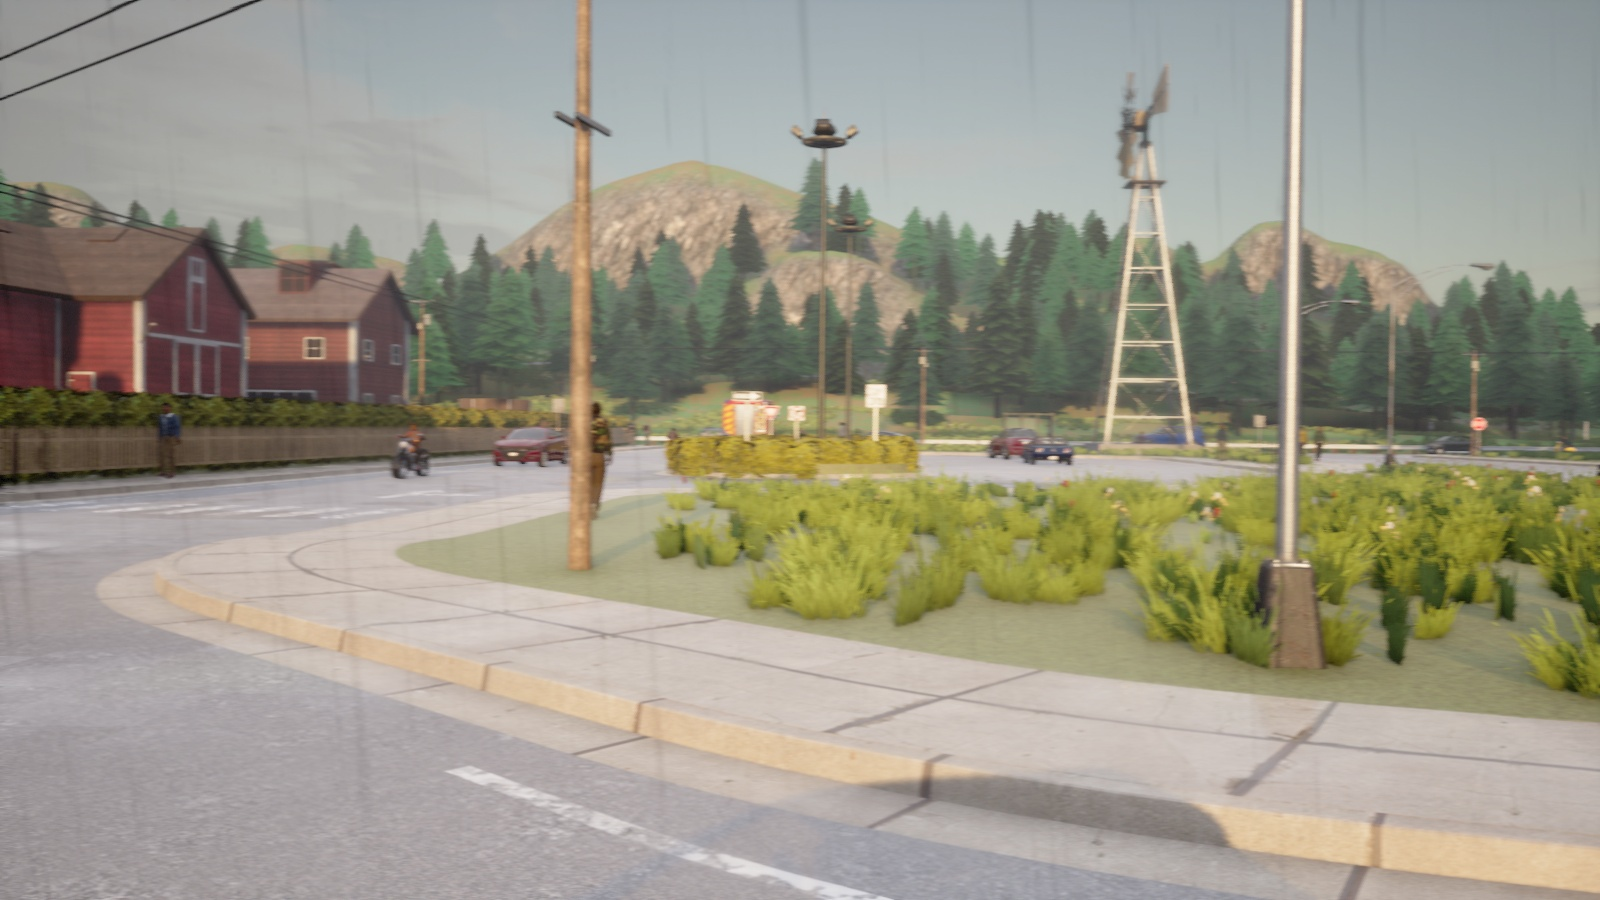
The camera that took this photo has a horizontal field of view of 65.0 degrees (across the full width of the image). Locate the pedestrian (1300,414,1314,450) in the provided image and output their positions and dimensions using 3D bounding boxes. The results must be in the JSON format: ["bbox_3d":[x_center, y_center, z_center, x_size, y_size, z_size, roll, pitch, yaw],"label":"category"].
[{"bbox_3d":[25.660,-0.919,63.608,0.431,1.840,0.709,-1,1,3],"label":"pedestrian"}]

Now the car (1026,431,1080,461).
[{"bbox_3d":[11.598,-0.222,57.828,1.895,1.301,4.718,-1,1,4],"label":"car"}]

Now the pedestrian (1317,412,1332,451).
[{"bbox_3d":[26.203,-0.909,62.723,0.423,1.949,0.788,-1,1,3],"label":"pedestrian"}]

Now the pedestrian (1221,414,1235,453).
[{"bbox_3d":[20.289,-0.794,59.566,0.370,1.835,0.726,-1,1,-5],"label":"pedestrian"}]

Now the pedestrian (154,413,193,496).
[{"bbox_3d":[-15.012,0.101,30.116,0.423,1.949,0.788,0,1,8],"label":"pedestrian"}]

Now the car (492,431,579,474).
[{"bbox_3d":[-10.018,0.058,47.993,1.882,1.535,5.008,-1,1,4],"label":"car"}]

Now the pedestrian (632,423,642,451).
[{"bbox_3d":[-11.103,-0.909,85.606,0.563,1.883,0.849,-1,1,2],"label":"pedestrian"}]

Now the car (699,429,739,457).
[{"bbox_3d":[-4.628,-0.416,71.992,1.789,1.549,3.705,-1,1,4],"label":"car"}]

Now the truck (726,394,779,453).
[{"bbox_3d":[-3.126,-1.811,85.425,2.891,3.827,8.468,0,1,3],"label":"truck"}]

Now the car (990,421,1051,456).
[{"bbox_3d":[11.803,-0.635,67.519,2.097,1.767,4.553,-1,1,-5],"label":"car"}]

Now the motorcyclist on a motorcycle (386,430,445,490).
[{"bbox_3d":[-10.964,0.251,35.915,0.766,1.649,2.350,-1,1,4],"label":"motorcyclist on a motorcycle"}]

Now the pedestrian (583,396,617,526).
[{"bbox_3d":[-3.022,0.163,19.014,0.395,1.930,0.692,-1,1,-2],"label":"pedestrian"}]
